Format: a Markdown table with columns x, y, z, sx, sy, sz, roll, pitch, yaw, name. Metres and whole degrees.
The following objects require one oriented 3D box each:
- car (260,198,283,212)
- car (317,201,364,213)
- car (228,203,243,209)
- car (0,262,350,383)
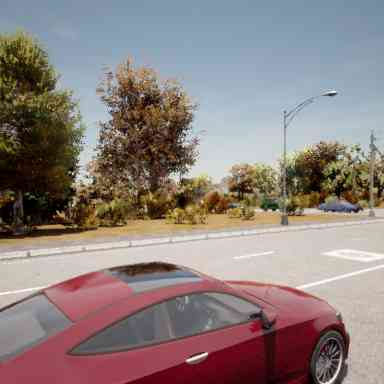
| x | y | z | sx | sy | sz | roll | pitch | yaw | name |
| --- | --- | --- | --- | --- | --- | --- | --- | --- | --- |
| 12.605 | 1.867 | 49.302 | 2.150 | 2.045 | 5.566 | 0 | -3 | -32 | car |
| 18.016 | 1.815 | 40.650 | 2.033 | 1.411 | 5.357 | 0 | -2 | -32 | car |
| 7.222 | 2.656 | 57.927 | 2.128 | 1.511 | 4.902 | 0 | -3 | -32 | car |
| -0.234 | 1.526 | 3.577 | 4.674 | 1.442 | 1.812 | 0 | 0 | -35 | car |
